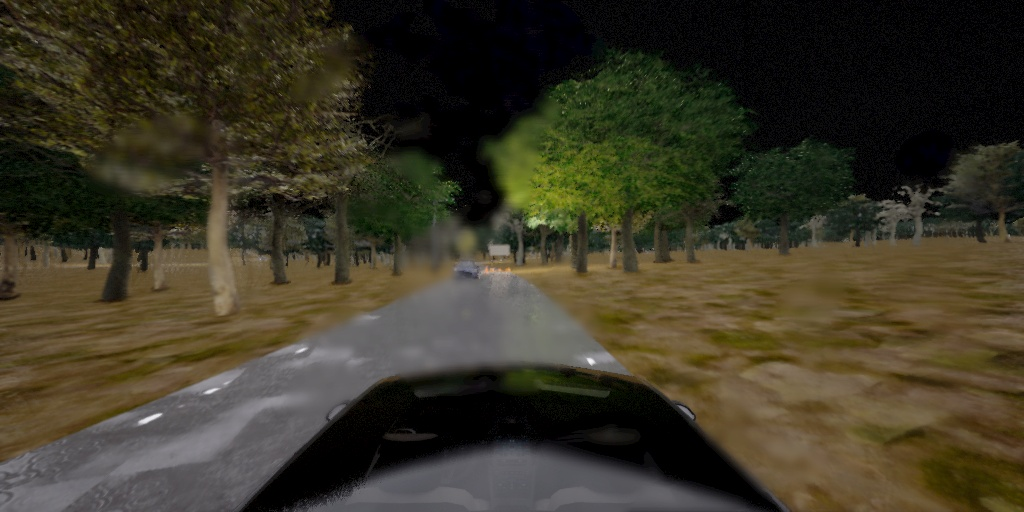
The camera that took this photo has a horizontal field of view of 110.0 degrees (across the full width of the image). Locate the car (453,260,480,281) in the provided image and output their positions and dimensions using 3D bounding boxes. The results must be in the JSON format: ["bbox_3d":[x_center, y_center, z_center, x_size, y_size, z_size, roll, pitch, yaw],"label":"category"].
[{"bbox_3d":[-3.914,1.221,31.491,2.097,1.767,4.553,0,0,-3],"label":"car"}]

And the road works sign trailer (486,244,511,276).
[{"bbox_3d":[-1.378,0.387,40.518,2.380,3.560,2.880,0,0,-5],"label":"road works sign trailer"}]
